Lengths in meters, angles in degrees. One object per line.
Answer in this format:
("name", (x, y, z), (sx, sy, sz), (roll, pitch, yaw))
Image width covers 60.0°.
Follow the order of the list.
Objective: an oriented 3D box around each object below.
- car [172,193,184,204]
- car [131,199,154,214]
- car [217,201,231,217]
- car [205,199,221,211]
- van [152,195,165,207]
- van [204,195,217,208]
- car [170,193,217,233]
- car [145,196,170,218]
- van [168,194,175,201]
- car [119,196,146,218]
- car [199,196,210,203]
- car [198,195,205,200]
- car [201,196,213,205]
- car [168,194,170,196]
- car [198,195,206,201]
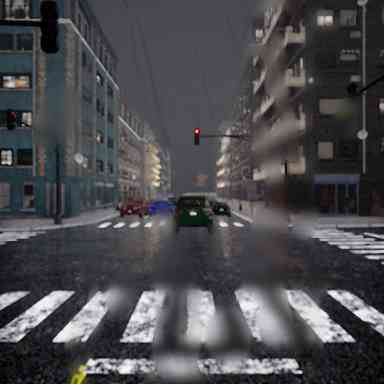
("car", (-2.741, 1.224, 65.132), (2.150, 2.045, 5.566), (0, 0, 0))
("car", (-5.309, 1.555, 36.405), (1.887, 1.381, 4.507), (0, 0, 0))
("car", (2.571, 1.576, 30.852), (1.947, 1.339, 4.313), (0, 0, 0))
("car", (2.573, 1.592, 41.956), (1.802, 1.307, 4.206), (0, 0, 0))
("van", (-5.306, 1.350, 53.061), (1.690, 1.788, 3.998), (0, 0, 0))
("van", (2.574, 1.350, 47.508), (1.690, 1.788, 3.998), (0, 0, 0))
("car", (0.074, 1.222, 19.784), (2.150, 2.045, 5.566), (-1, 0, 0))
("car", (-2.847, 1.488, 30.883), (1.882, 1.535, 5.008), (0, 0, 0))
("van", (-5.300, 1.340, 86.373), (1.690, 1.788, 3.998), (0, 0, 0))
("car", (-5.309, 1.325, 30.853), (2.192, 1.841, 5.009), (0, 0, 0))
("car", (2.577, 1.556, 69.716), (2.008, 1.369, 4.403), (0, 0, 0))
("car", (2.581, 1.540, 91.924), (1.887, 1.381, 4.507), (0, 0, 0))
("car", (2.576, 1.448, 58.612), (1.967, 1.590, 4.097), (0, 0, 0))
("car", (-2.830, 1.513, 47.841), (1.837, 1.490, 4.892), (0, 0, 0))
("car", (2.580, 1.543, 86.372), (1.887, 1.381, 4.507), (0, 0, 0))
